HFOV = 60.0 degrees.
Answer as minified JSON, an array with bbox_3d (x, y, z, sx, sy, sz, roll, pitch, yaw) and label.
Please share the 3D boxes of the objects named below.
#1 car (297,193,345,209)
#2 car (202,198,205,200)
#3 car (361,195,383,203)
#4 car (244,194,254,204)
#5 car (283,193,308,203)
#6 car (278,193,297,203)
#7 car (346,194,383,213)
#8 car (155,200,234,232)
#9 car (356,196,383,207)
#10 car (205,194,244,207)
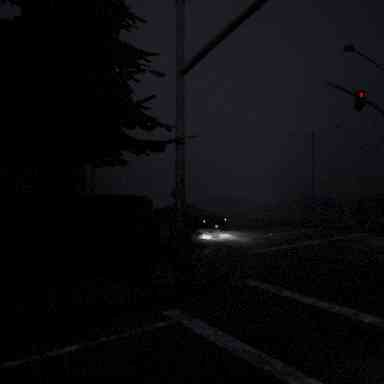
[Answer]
[{"bbox_3d":[15.855,1.120,41.157,1.932,1.855,4.605,0,0,-36],"label":"car"},{"bbox_3d":[3.212,1.253,53.072,1.970,1.475,3.806,0,0,-36],"label":"car"},{"bbox_3d":[37.791,1.428,69.615,1.970,1.475,3.806,0,0,-36],"label":"car"},{"bbox_3d":[8.226,1.178,57.090,2.152,1.636,5.027,0,0,-36],"label":"car"},{"bbox_3d":[20.716,1.131,66.612,1.932,1.855,4.605,0,0,-36],"label":"car"},{"bbox_3d":[18.601,1.109,64.577,1.905,1.878,3.866,0,0,-36],"label":"car"},{"bbox_3d":[17.794,1.097,32.853,1.905,1.878,3.866,0,0,-36],"label":"car"},{"bbox_3d":[-0.293,1.362,19.078,2.033,1.411,5.357,0,0,-36],"label":"car"},{"bbox_3d":[26.372,1.328,47.870,2.007,1.523,4.514,0,0,-36],"label":"car"},{"bbox_3d":[4.367,1.316,45.212,2.007,1.523,4.514,0,0,-36],"label":"car"}]
